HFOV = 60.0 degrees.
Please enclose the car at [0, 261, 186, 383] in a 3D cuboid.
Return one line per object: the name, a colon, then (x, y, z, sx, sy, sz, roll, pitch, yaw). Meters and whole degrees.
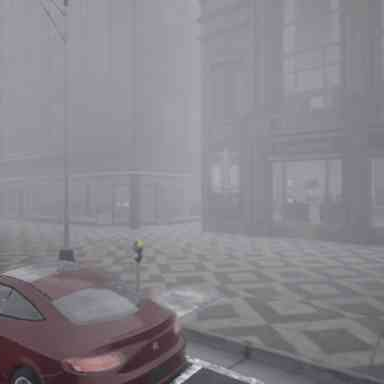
car: (-2.008, 1.609, 4.391, 4.206, 1.307, 1.802, 0, 0, 35)
